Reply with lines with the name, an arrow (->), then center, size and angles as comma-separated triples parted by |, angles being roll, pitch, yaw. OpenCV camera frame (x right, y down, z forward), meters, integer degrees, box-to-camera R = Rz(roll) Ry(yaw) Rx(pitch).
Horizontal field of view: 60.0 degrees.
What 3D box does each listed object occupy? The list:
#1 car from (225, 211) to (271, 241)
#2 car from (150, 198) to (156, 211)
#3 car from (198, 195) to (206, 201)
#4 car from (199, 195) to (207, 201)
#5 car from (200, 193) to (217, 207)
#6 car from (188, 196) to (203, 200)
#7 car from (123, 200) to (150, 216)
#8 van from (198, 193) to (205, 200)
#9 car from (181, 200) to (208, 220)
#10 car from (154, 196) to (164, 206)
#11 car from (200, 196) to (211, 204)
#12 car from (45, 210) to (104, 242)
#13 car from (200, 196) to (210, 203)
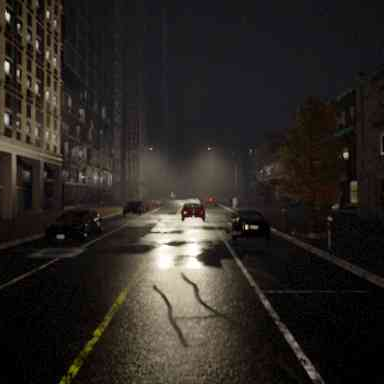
car -> 2.703, 1.568, 16.570 | 1.947, 1.339, 4.313 | 1, 0, 0
car -> -5.677, 1.577, 38.751 | 1.802, 1.307, 4.206 | 1, 0, 0
car -> 2.705, 1.505, 87.997 | 2.008, 1.369, 4.403 | 1, 0, 0
car -> 2.705, 1.485, 82.689 | 1.752, 1.417, 4.829 | 1, 0, 0
car -> 2.707, 1.306, 49.846 | 2.192, 1.841, 5.009 | 1, 0, 0
car -> 0.100, 1.594, 44.525 | 1.895, 1.301, 4.718 | 0, 0, 0
car -> -5.677, 1.562, 33.206 | 1.947, 1.339, 4.313 | 1, 0, 0
van -> 2.709, 1.289, 93.476 | 1.690, 1.788, 3.998 | 1, 0, 0
car -> 0.101, 1.599, 27.525 | 1.895, 1.301, 4.718 | 0, 0, 0
car -> -5.674, 1.426, 55.389 | 1.967, 1.590, 4.097 | 1, 0, 0
car -> 2.704, 1.543, 66.484 | 1.947, 1.339, 4.313 | 1, 0, 0
car -> -5.678, 1.567, 16.568 | 1.947, 1.339, 4.313 | 1, 0, 0
car -> 2.704, 1.537, 72.029 | 1.947, 1.339, 4.313 | 1, 0, 0
